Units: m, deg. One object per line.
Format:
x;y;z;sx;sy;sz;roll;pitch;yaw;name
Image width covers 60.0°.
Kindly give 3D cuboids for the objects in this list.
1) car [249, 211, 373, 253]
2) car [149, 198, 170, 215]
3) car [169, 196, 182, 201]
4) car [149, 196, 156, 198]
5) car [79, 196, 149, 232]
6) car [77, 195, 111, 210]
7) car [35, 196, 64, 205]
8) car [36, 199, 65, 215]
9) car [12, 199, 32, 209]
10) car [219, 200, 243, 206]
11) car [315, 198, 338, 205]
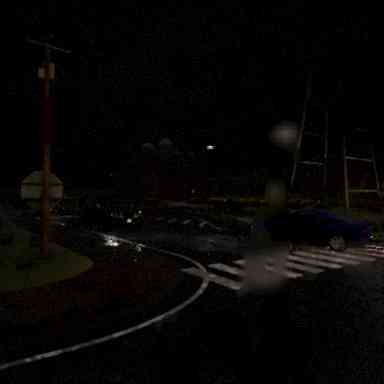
4.877;1.559;14.239;5.008;1.535;1.882;0;2;34;car
-4.747;1.613;34.239;4.193;1.474;1.816;0;0;-36;car
-4.700;1.894;93.777;1.994;1.385;4.181;0;0;-36;car
-8.532;1.501;60.828;4.605;1.855;1.932;0;0;-36;car
-5.203;1.274;21.160;2.150;2.045;5.566;0;0;-36;car
-13.183;1.416;44.770;3.866;1.878;1.905;0;0;-36;car
-27.511;1.582;64.281;4.611;1.667;2.242;0;0;-36;car
-14.245;1.558;33.342;1.837;1.490;4.892;0;0;-36;car
-23.293;1.660;45.668;1.895;1.301;4.718;0;0;-37;car
4.917;1.714;42.815;3.905;1.438;1.784;0;0;-36;car
22.222;1.846;56.518;1.837;1.490;4.892;0;0;-36;car
